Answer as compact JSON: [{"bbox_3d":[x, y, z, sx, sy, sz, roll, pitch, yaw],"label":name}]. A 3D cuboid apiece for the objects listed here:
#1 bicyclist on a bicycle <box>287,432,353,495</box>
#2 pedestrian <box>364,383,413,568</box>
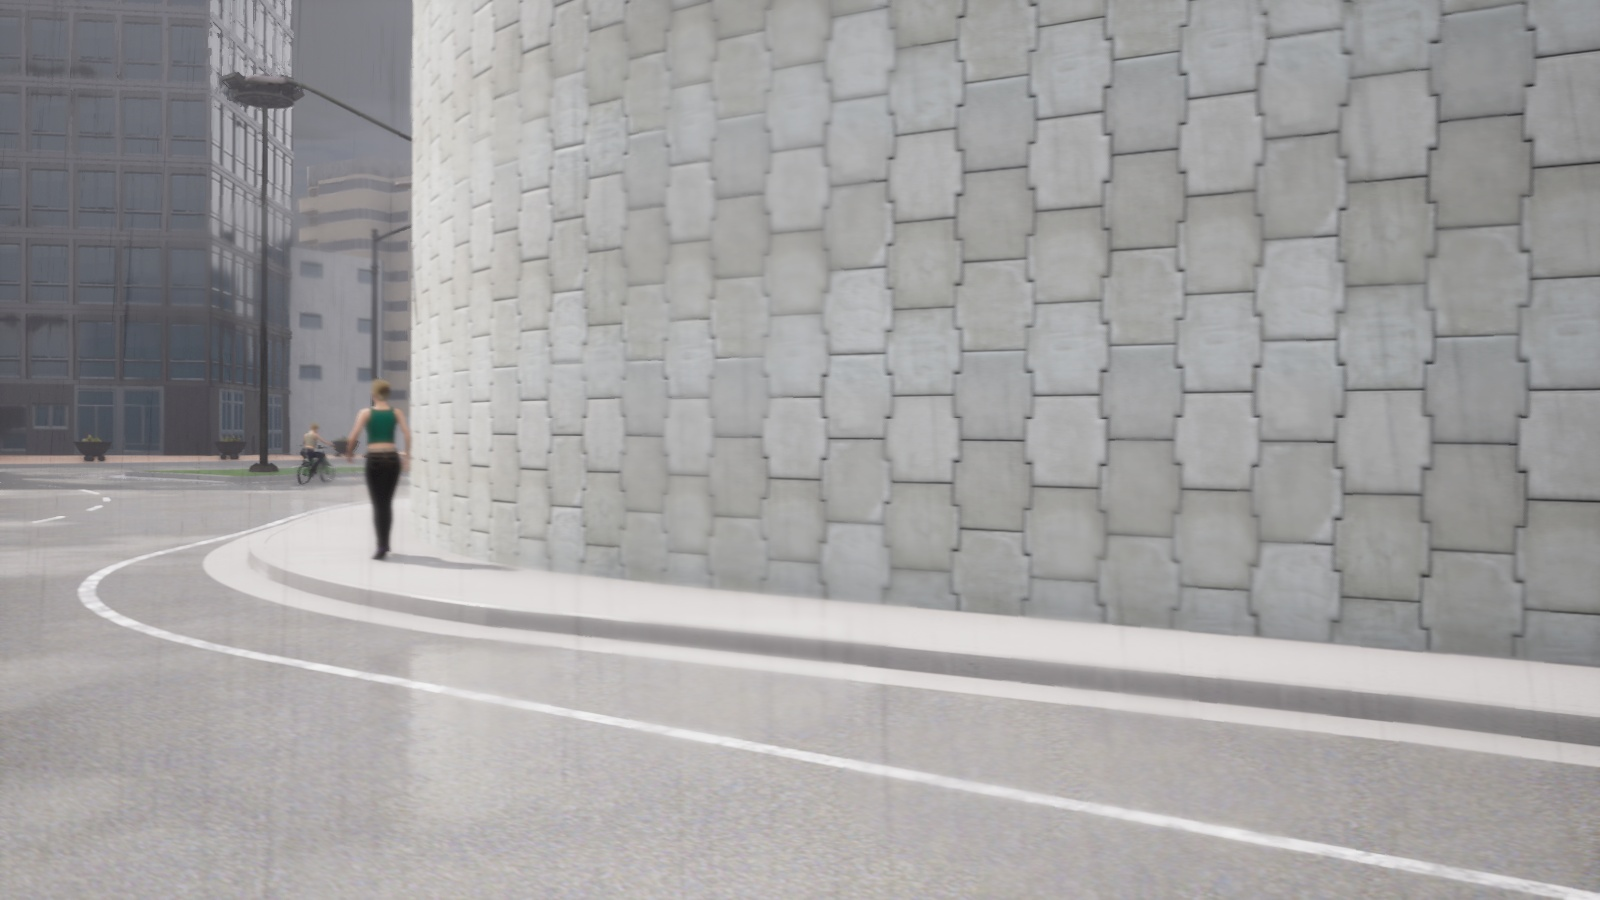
[{"bbox_3d":[-12.628,0.332,33.066,0.866,1.612,1.509,0,1,17],"label":"bicyclist on a bicycle"},{"bbox_3d":[-4.215,0.249,12.854,0.345,1.836,0.594,-1,1,-29],"label":"pedestrian"}]
